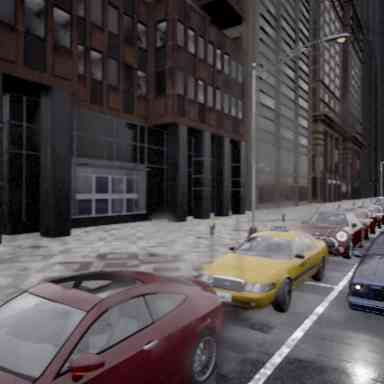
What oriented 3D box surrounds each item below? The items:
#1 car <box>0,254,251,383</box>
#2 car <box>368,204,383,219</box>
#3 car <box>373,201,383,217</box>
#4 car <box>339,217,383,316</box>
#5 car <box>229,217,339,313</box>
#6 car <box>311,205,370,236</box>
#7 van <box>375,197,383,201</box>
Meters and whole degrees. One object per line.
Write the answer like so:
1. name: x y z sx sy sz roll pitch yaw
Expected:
1. car: -1.164 1.573 3.351 1.802 1.307 4.206 0 0 35
2. car: 8.413 1.543 17.161 1.887 1.381 4.507 0 0 35
3. car: 11.606 1.546 21.764 1.887 1.381 4.507 0 0 35
4. car: 4.841 1.550 7.344 2.033 1.411 5.357 0 0 35
5. car: 1.932 1.518 7.815 1.752 1.417 4.829 0 0 35
6. car: 5.222 1.436 12.557 1.967 1.590 4.097 0 0 35
7. van: 17.992 1.348 30.970 1.690 1.788 3.998 0 0 35
